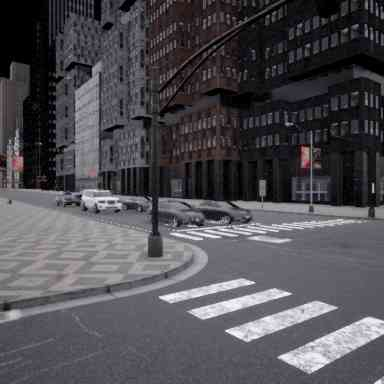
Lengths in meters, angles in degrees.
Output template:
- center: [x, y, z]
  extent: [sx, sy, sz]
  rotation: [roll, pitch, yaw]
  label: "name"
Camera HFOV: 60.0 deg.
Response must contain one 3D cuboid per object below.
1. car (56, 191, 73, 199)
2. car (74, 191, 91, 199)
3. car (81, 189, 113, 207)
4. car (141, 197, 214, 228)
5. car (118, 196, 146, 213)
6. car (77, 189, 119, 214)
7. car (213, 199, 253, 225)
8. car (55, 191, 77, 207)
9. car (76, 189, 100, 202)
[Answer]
- center: [-24.955, 0.532, 65.093]
  extent: [1.837, 1.490, 4.892]
  rotation: [0, 1, -36]
  label: "car"
- center: [-21.885, 0.563, 66.395]
  extent: [1.812, 1.442, 4.674]
  rotation: [0, 1, -36]
  label: "car"
- center: [-11.861, 0.672, 41.083]
  extent: [2.150, 2.045, 5.566]
  rotation: [0, 1, -35]
  label: "car"
- center: [-1.057, 1.289, 20.440]
  extent: [1.837, 1.490, 4.892]
  rotation: [0, 1, -35]
  label: "car"
- center: [-4.868, 1.130, 31.371]
  extent: [1.837, 1.490, 4.892]
  rotation: [0, 0, -36]
  label: "car"
- center: [-8.488, 0.826, 30.834]
  extent: [2.150, 2.045, 5.566]
  rotation: [0, 1, -36]
  label: "car"
- center: [1.881, 1.289, 22.221]
  extent: [1.837, 1.490, 4.892]
  rotation: [0, 1, -39]
  label: "car"
- center: [-14.938, 0.991, 39.783]
  extent: [2.033, 1.411, 5.357]
  rotation: [0, 1, -36]
  label: "car"
- center: [-17.002, 0.461, 54.075]
  extent: [2.150, 2.045, 5.566]
  rotation: [0, 1, -36]
  label: "car"
